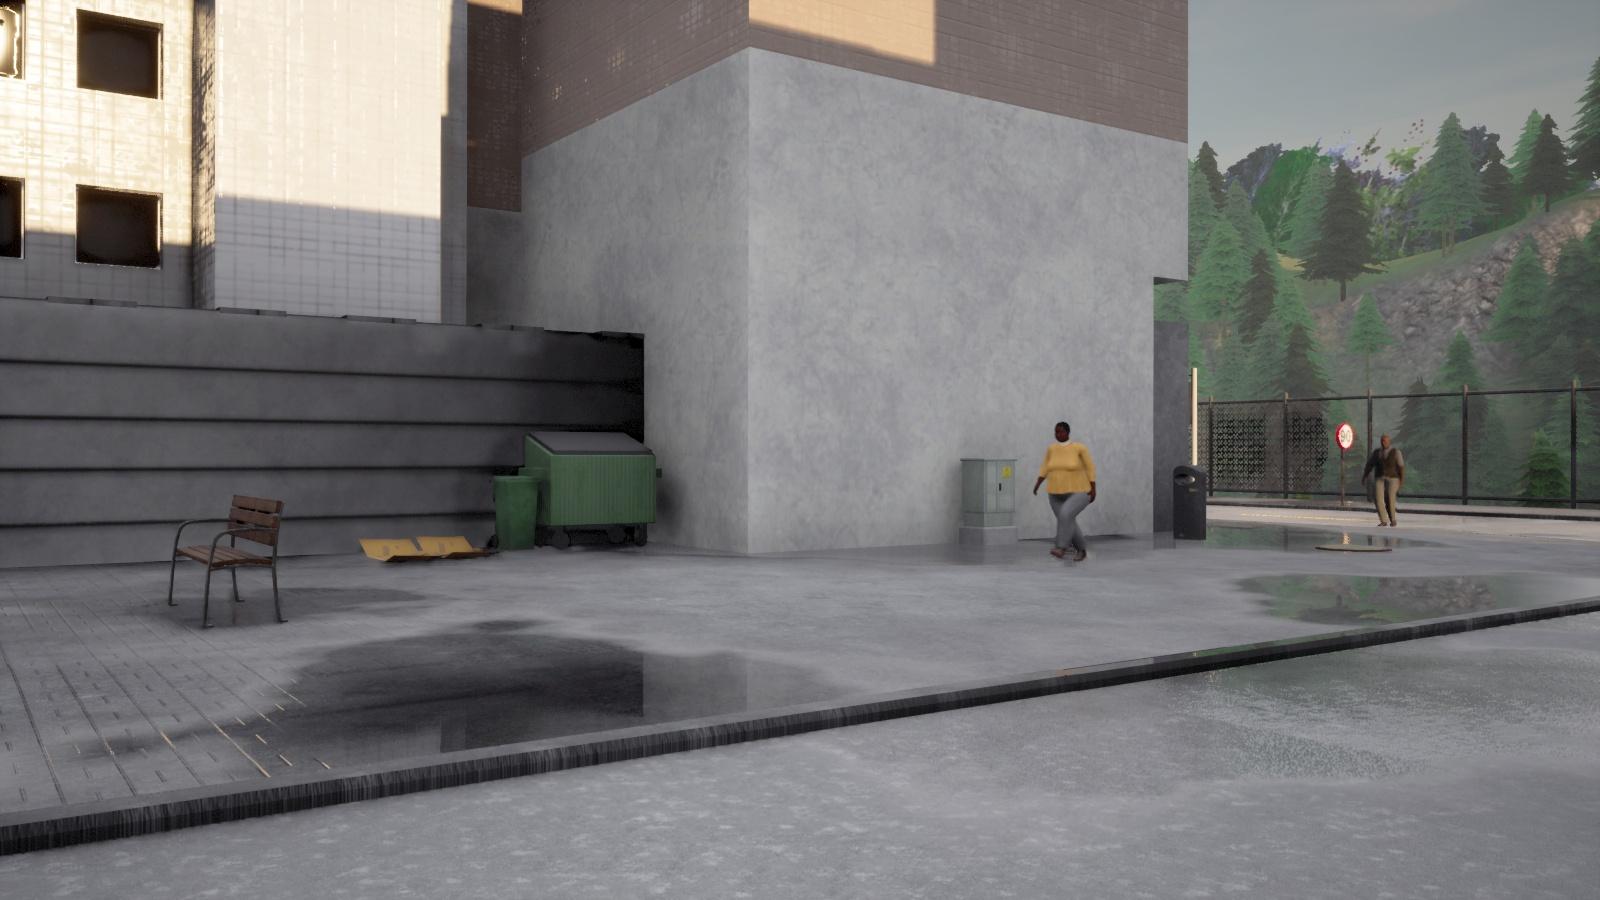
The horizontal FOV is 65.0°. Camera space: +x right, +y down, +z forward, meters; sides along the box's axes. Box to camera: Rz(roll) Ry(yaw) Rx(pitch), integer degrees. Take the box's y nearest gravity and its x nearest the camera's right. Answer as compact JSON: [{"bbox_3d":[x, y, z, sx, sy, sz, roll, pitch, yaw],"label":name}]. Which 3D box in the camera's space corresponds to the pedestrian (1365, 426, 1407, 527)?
[{"bbox_3d":[11.107,0.496,23.801,0.563,1.883,0.849,0,0,36],"label":"pedestrian"}]

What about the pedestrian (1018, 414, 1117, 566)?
[{"bbox_3d":[3.397,0.490,15.947,0.874,1.855,0.900,0,0,45],"label":"pedestrian"}]
